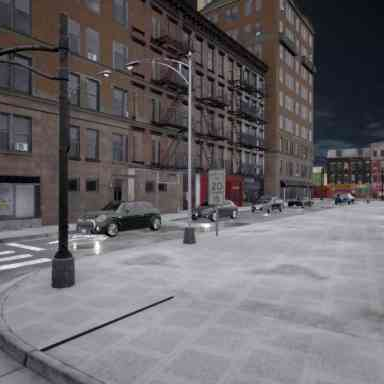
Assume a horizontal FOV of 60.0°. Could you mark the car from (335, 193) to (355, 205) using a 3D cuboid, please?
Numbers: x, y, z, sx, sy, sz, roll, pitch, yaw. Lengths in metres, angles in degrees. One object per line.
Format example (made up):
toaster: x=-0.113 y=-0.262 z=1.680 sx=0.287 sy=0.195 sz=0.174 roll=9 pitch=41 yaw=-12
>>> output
car: x=22.840 y=0.954 z=49.563 sx=2.097 sy=1.767 sz=4.553 roll=0 pitch=1 yaw=36

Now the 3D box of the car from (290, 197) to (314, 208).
car: x=13.396 y=1.267 z=40.970 sx=1.895 sy=1.301 sz=4.718 roll=0 pitch=1 yaw=36

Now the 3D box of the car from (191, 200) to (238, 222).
car: x=1.706 y=1.304 z=24.781 sx=1.837 sy=1.490 sz=4.892 roll=0 pitch=1 yaw=36

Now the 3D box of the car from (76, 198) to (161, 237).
car: x=-3.699 y=1.218 z=17.308 sx=2.097 sy=1.767 sz=4.553 roll=0 pitch=1 yaw=37

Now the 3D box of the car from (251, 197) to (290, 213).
car: x=7.525 y=1.222 z=32.869 sx=2.128 sy=1.511 sz=4.902 roll=0 pitch=1 yaw=36
